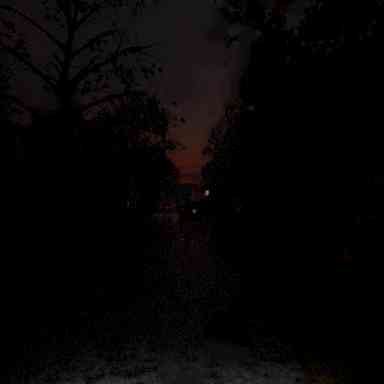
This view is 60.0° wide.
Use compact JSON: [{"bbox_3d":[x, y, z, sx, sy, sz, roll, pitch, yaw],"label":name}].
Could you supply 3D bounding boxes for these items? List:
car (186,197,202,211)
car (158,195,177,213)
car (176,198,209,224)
[{"bbox_3d":[0.252,1.497,42.958,1.882,1.535,5.008,0,0,0],"label":"car"},{"bbox_3d":[-2.627,1.328,38.252,2.150,2.045,5.566,0,0,0],"label":"car"},{"bbox_3d":[0.160,1.362,24.987,2.097,1.767,4.553,0,0,0],"label":"car"}]
